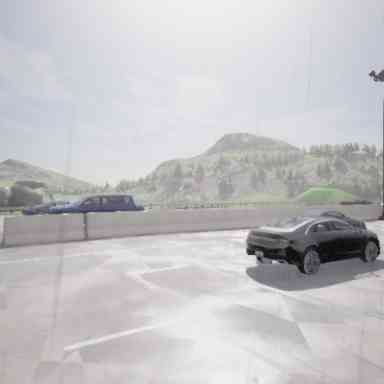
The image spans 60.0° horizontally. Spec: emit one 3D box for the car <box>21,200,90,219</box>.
[{"bbox_3d":[-12.061,1.477,29.509,5.357,1.411,2.033,0,0,-33],"label":"car"}]

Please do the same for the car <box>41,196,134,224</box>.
[{"bbox_3d":[-6.106,1.175,20.854,5.566,2.045,2.150,0,0,-33],"label":"car"}]

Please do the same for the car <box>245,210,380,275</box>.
[{"bbox_3d":[3.887,1.477,10.372,4.902,1.511,2.128,0,0,-32],"label":"car"}]
